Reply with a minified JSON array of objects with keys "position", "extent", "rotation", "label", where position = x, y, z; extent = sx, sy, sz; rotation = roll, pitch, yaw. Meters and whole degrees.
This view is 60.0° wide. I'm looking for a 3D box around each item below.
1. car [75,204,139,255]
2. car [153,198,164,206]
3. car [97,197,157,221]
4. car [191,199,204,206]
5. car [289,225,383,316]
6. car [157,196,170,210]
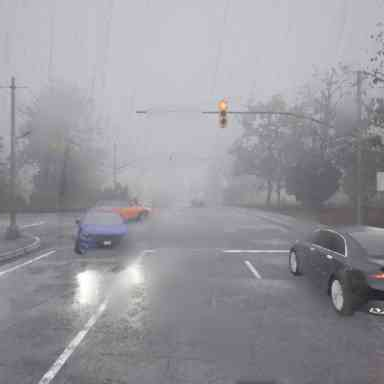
[{"position":[-3.710,1.478,13.767],"extent":[1.882,1.535,5.008],"rotation":[2,-1,-19],"label":"car"},{"position":[-6.755,2.017,66.905],"extent":[1.837,1.490,4.892],"rotation":[0,-1,-11],"label":"car"},{"position":[-5.359,1.354,25.517],"extent":[4.553,1.767,2.097],"rotation":[0,0,-27],"label":"car"},{"position":[0.945,2.031,64.557],"extent":[1.895,1.301,4.718],"rotation":[0,-1,-10],"label":"car"},{"position":[3.602,1.505,7.477],"extent":[1.837,1.490,4.892],"rotation":[0,0,1],"label":"car"},{"position":[-3.950,1.626,43.602],"extent":[2.033,1.411,5.357],"rotation":[0,-1,-3],"label":"car"}]
